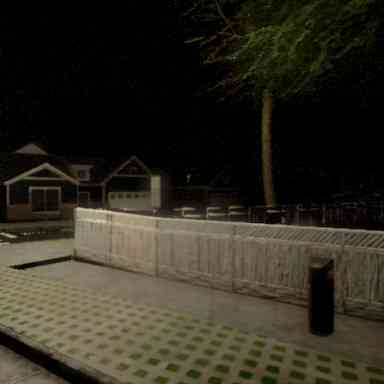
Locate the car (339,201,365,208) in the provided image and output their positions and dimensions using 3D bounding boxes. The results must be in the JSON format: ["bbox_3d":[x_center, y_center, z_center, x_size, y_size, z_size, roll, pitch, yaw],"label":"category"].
[{"bbox_3d":[19.367,1.821,38.186,4.718,1.301,1.895,0,0,-35],"label":"car"}]

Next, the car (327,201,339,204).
[{"bbox_3d":[17.692,1.776,40.499,5.357,1.411,2.033,0,0,-35],"label":"car"}]
